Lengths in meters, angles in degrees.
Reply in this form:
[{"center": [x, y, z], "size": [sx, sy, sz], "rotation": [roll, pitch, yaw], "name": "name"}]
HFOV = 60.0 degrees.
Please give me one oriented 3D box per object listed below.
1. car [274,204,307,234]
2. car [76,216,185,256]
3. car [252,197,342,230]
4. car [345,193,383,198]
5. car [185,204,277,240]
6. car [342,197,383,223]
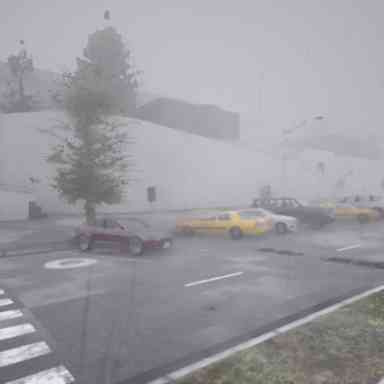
[{"center": [4.083, 1.697, 20.066], "size": [4.674, 1.452, 2.002], "rotation": [-3, -2, 32], "name": "car"}, {"center": [-3.018, 1.812, 14.543], "size": [4.792, 1.488, 2.163], "rotation": [-3, -2, 32], "name": "car"}, {"center": [6.480, 1.359, 21.894], "size": [5.566, 2.045, 2.435], "rotation": [-3, -2, 32], "name": "car"}, {"center": [13.553, 1.183, 27.425], "size": [5.566, 2.045, 2.435], "rotation": [-3, -1, 32], "name": "car"}, {"center": [1.548, 1.707, 18.320], "size": [5.366, 1.575, 1.946], "rotation": [-3, -1, 32], "name": "car"}, {"center": [11.368, 1.485, 25.474], "size": [5.366, 1.575, 1.946], "rotation": [-3, -2, 32], "name": "car"}]
